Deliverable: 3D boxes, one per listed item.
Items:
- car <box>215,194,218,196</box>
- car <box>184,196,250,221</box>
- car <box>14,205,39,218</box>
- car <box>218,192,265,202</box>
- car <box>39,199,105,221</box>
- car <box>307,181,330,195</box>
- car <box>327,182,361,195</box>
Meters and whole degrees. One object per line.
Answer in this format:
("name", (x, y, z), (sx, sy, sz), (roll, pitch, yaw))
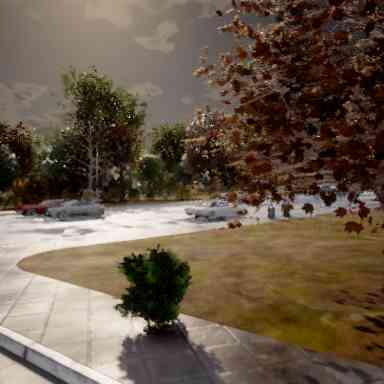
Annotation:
("car", (3.908, 0.671, 38.543), (4.181, 1.385, 1.994), (-3, 2, -33))
("car", (1.848, 1.246, 24.186), (4.718, 1.301, 1.895), (-2, 2, -38))
("car", (-11.509, 1.276, 26.674), (4.718, 1.301, 1.895), (-1, 1, -42))
("car", (5.478, 0.773, 35.439), (4.718, 1.301, 1.895), (-3, 3, -33))
("car", (-8.613, 1.279, 24.529), (4.181, 1.385, 1.994), (-1, 2, -41))
("car", (18.911, -0.658, 46.957), (5.566, 2.045, 2.150), (-3, 2, -25))
("car", (20.436, -0.278, 43.812), (4.181, 1.385, 1.994), (-3, 2, -25))
